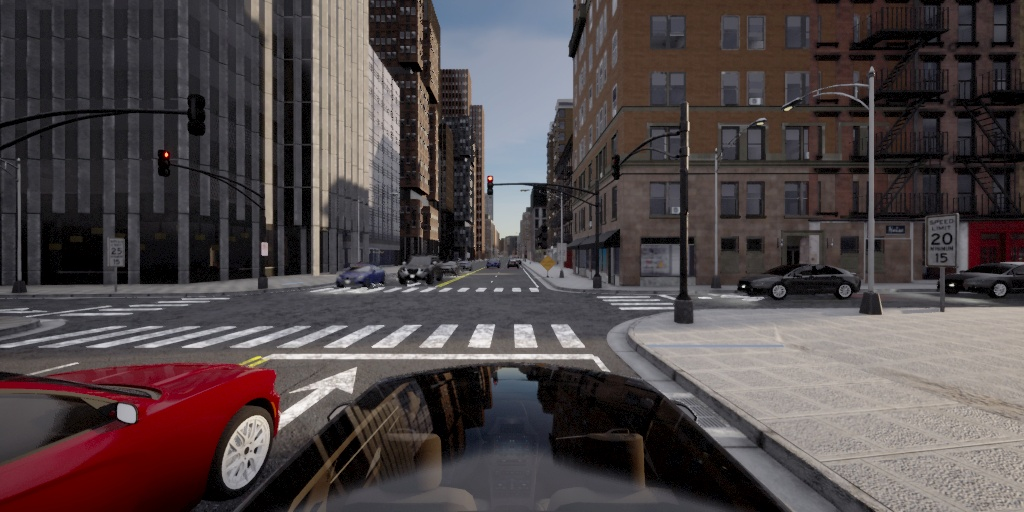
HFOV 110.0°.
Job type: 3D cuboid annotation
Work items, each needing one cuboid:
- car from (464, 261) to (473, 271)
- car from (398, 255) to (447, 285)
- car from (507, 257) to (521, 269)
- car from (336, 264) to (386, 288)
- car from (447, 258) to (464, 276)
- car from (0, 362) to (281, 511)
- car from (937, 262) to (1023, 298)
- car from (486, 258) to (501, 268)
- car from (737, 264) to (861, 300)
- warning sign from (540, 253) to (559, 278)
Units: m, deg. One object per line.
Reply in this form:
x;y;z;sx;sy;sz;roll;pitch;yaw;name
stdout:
-6.488;1.325;48.871;1.994;1.385;4.181;0;0;0;car
-6.547;0.972;26.255;2.150;2.045;5.566;0;0;0;car
0.175;1.271;58.745;1.837;1.490;4.892;0;0;0;car
-9.804;1.278;23.720;1.812;1.442;4.674;0;0;0;car
-6.521;1.263;37.473;1.837;1.490;4.892;0;0;0;car
-3.153;1.228;1.421;1.882;1.535;5.008;0;0;0;car
22.301;1.048;16.197;4.892;1.490;1.837;0;0;0;car
-3.068;1.119;59.494;2.097;1.767;4.553;0;0;1;car
12.904;1.116;16.278;4.892;1.490;1.837;0;0;-1;car
2.909;0.868;29.142;1.300;1.860;1.060;0;0;0;warning sign
